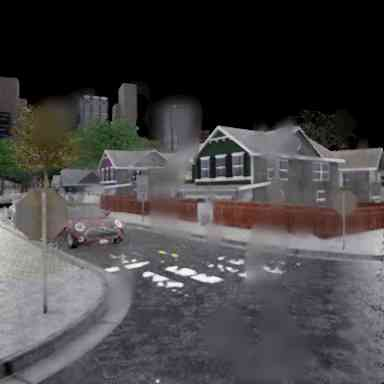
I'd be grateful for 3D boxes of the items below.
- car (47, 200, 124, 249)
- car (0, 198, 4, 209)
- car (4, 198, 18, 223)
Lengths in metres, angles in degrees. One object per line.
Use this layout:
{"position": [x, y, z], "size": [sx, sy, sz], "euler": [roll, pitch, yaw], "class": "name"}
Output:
{"position": [-4.780, 1.291, 14.535], "size": [2.097, 1.767, 4.553], "euler": [-1, 1, -38], "class": "car"}
{"position": [-20.130, 1.287, 35.684], "size": [1.895, 1.301, 4.718], "euler": [-1, 1, -33], "class": "car"}
{"position": [-11.991, 1.350, 23.918], "size": [1.812, 1.442, 4.674], "euler": [-1, 1, -36], "class": "car"}
